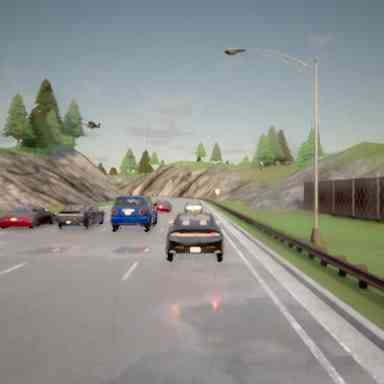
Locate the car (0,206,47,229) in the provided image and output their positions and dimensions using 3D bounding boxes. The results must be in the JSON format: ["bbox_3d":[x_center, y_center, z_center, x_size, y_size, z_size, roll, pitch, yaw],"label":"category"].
[{"bbox_3d":[-10.391,1.562,21.427,1.994,1.385,4.181,0,0,0],"label":"car"}]

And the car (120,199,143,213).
[{"bbox_3d":[-6.862,1.522,38.072,1.812,1.442,4.674,0,0,0],"label":"car"}]

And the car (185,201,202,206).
[{"bbox_3d":[0.158,1.598,35.486,1.895,1.301,4.718,0,0,0],"label":"car"}]

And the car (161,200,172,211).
[{"bbox_3d":[-3.349,1.561,37.678,1.994,1.385,4.181,0,0,0],"label":"car"}]

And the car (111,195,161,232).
[{"bbox_3d":[-3.397,1.220,20.376,2.150,2.045,5.566,0,0,0],"label":"car"}]

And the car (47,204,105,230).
[{"bbox_3d":[-6.893,1.490,21.038,2.128,1.511,4.902,0,0,0],"label":"car"}]

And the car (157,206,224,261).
[{"bbox_3d":[0.097,1.490,12.243,2.128,1.511,4.902,0,0,0],"label":"car"}]
